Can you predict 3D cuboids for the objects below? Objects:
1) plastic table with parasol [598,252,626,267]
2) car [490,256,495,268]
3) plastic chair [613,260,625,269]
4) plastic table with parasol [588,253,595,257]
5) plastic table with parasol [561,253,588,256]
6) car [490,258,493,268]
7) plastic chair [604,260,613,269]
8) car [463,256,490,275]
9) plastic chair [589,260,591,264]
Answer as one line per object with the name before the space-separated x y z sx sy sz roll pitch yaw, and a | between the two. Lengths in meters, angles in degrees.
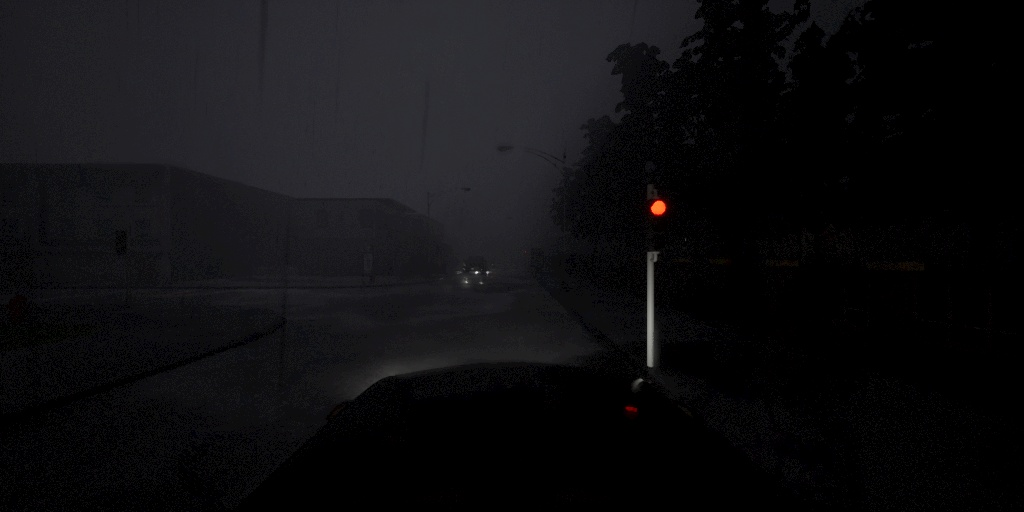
plastic table with parasol | 15.337 0.694 55.082 2.482 2.480 2.482 0 0 -40
car | -4.023 0.971 60.513 2.150 2.045 5.566 0 0 1
plastic chair | 16.069 1.296 54.083 0.750 1.272 0.730 0 0 -40
plastic table with parasol | 14.722 0.673 63.297 2.482 2.480 2.482 0 0 -42
plastic table with parasol | 10.020 0.684 57.826 2.482 2.480 2.482 0 0 -40
car | -4.053 1.351 50.320 1.895 1.301 4.718 0 0 0
plastic chair | 14.363 1.306 54.181 0.730 1.272 0.750 0 0 -35
car | -4.067 0.971 40.143 2.150 2.045 5.566 0 0 0
plastic chair | 13.769 1.304 62.410 0.730 1.272 0.750 0 0 -35
